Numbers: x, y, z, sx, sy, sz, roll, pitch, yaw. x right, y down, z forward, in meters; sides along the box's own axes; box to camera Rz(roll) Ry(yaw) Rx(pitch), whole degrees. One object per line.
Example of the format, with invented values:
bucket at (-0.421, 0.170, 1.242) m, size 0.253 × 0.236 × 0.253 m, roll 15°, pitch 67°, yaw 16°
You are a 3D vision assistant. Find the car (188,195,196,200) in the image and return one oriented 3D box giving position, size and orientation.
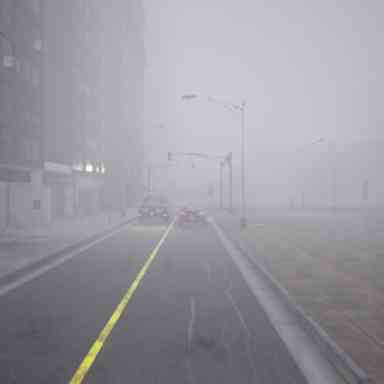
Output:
car at (-0.064, 1.524, 86.630) m, size 1.812 × 1.442 × 4.674 m, roll 0°, pitch 0°, yaw 0°

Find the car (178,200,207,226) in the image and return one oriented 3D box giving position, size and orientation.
car at (0.038, 1.514, 23.237) m, size 1.812 × 1.442 × 4.674 m, roll 0°, pitch 0°, yaw 1°

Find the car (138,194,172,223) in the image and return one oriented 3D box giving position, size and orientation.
car at (-2.793, 1.213, 25.997) m, size 2.150 × 2.045 × 5.566 m, roll 0°, pitch 0°, yaw 0°
